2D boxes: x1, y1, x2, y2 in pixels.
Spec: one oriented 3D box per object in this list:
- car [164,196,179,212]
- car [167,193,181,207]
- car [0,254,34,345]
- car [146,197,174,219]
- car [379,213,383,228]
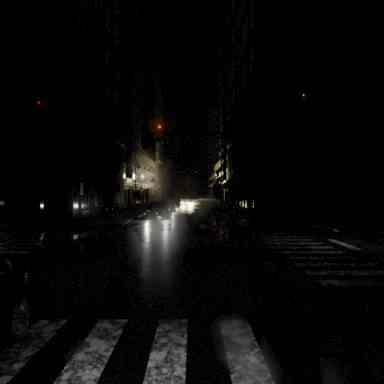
[{"bbox_3d":[-2.866,1.511,39.159,1.812,1.442,4.674,0,0,0],"label":"car"},{"bbox_3d":[-2.877,1.197,49.559,2.150,2.045,5.566,0,0,0],"label":"car"},{"bbox_3d":[-3.301,1.490,3.517,2.128,1.511,4.902,0,0,-6],"label":"car"},{"bbox_3d":[-2.867,1.497,29.293,1.837,1.490,4.892,0,0,0],"label":"car"},{"bbox_3d":[12.337,1.282,16.900,5.009,1.841,2.192,0,0,0],"label":"car"}]
